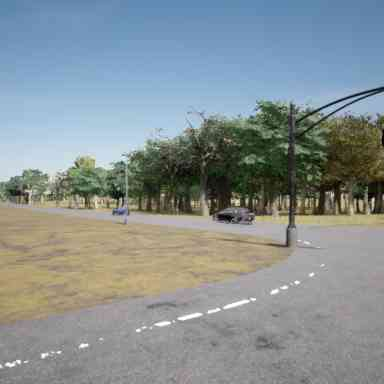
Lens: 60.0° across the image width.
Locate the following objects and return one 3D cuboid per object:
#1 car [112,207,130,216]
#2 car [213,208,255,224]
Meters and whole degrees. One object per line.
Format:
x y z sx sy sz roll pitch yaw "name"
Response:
-12.214 3.276 57.088 1.812 1.442 4.674 1 -2 -33 "car"
3.999 2.292 32.490 2.128 1.511 4.902 1 -2 -33 "car"
